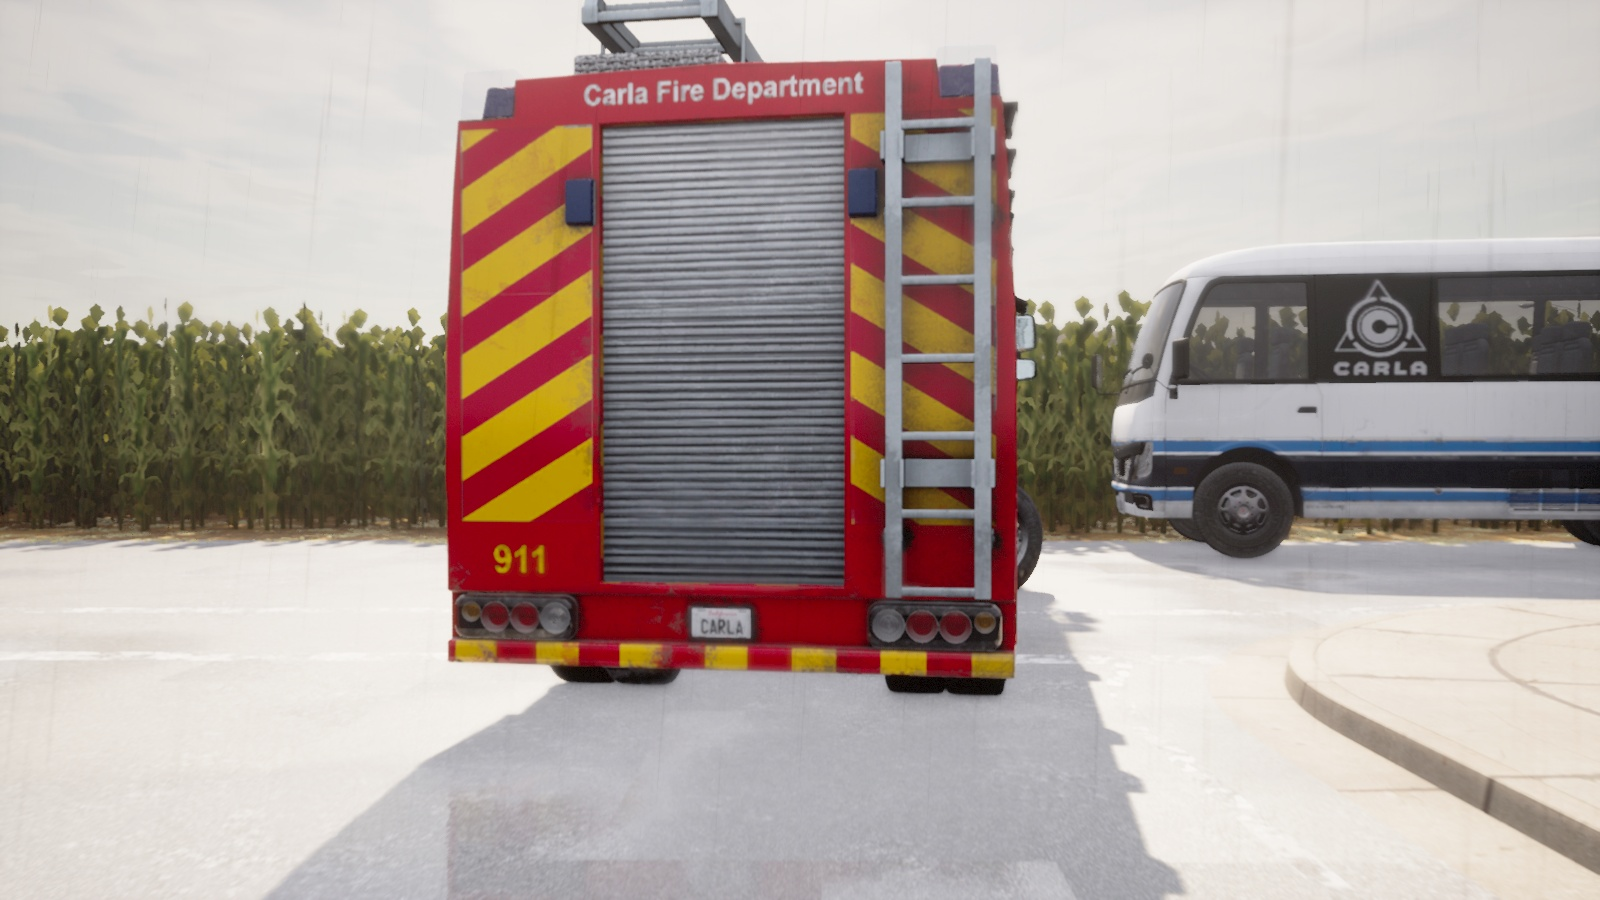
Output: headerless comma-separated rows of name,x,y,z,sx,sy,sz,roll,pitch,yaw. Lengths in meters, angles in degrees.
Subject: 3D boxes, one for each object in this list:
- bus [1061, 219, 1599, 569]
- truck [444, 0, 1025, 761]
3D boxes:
bus,8.976,-0.690,17.326,10.273,4.253,3.944,0,0,8
truck,0.312,-0.466,10.293,2.891,3.827,8.468,0,0,9
